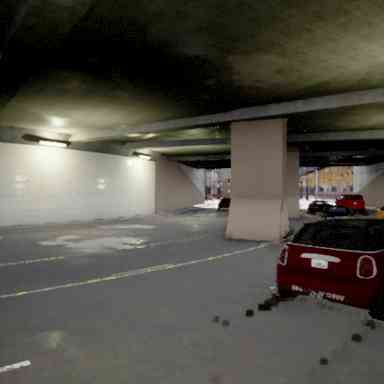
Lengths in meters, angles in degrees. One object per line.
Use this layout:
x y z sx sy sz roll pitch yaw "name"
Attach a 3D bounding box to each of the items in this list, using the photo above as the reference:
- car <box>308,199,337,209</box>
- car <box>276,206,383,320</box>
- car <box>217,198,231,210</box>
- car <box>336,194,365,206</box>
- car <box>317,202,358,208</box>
13.597 1.591 35.465 2.033 1.411 5.357 0 0 13 "car"
3.874 1.360 7.665 4.553 1.767 2.097 0 0 -45 "car"
4.509 1.563 43.722 1.837 1.490 4.892 0 -1 12 "car"
17.576 1.269 37.229 2.150 2.045 5.566 0 0 12 "car"
9.803 1.590 22.463 1.994 1.385 4.181 0 0 23 "car"
